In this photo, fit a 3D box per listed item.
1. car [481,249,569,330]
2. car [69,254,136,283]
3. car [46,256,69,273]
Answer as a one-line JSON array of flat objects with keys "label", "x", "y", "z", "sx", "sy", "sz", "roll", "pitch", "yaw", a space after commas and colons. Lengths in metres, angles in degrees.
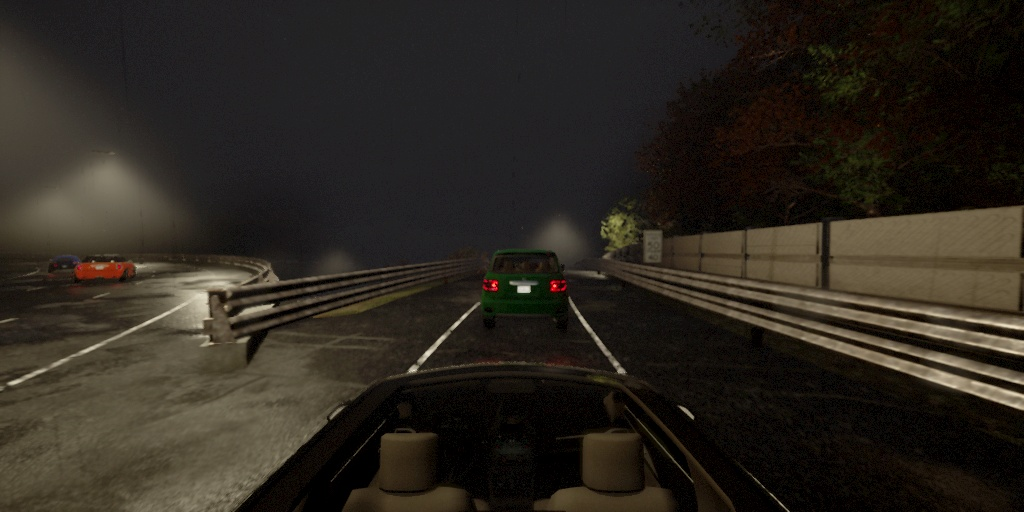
[{"label": "car", "x": 0.440, "y": 0.810, "z": 10.740, "sx": 2.150, "sy": 2.045, "sz": 5.566, "roll": 0, "pitch": 1, "yaw": 4}, {"label": "car", "x": -25.887, "y": 0.689, "z": 22.945, "sx": 2.097, "sy": 1.767, "sz": 4.553, "roll": -1, "pitch": 1, "yaw": -40}, {"label": "car", "x": -39.858, "y": 0.680, "z": 32.096, "sx": 4.674, "sy": 1.442, "sz": 1.812, "roll": 1, "pitch": 1, "yaw": 41}]
